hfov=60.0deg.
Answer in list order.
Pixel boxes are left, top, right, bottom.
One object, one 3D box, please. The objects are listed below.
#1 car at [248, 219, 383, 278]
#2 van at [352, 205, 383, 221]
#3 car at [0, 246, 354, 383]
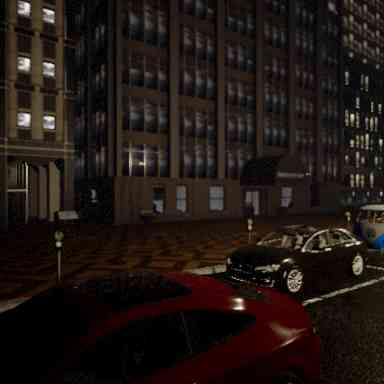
[{"bbox_3d":[2.819,1.545,8.566,4.403,1.369,2.008,0,0,-35],"label":"car"},{"bbox_3d":[7.318,1.332,11.768,3.998,1.788,1.690,0,0,-35],"label":"van"},{"bbox_3d":[-0.786,1.525,2.817,4.674,1.442,1.812,0,0,-35],"label":"car"}]
